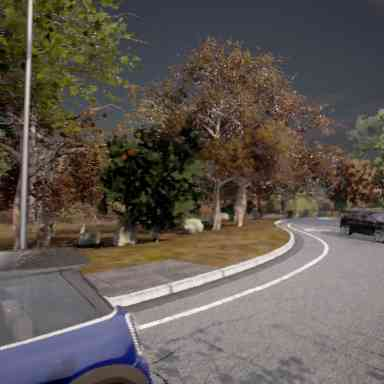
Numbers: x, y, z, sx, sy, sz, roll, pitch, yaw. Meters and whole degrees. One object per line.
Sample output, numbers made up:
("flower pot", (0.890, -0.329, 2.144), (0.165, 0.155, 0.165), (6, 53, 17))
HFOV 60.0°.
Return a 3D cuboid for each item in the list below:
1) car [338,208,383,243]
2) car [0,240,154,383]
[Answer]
("car", (10.323, 1.905, 18.730), (2.128, 1.511, 4.902), (1, -1, -9))
("car", (-2.611, 1.349, 2.353), (4.553, 1.767, 2.097), (0, 0, -38))
